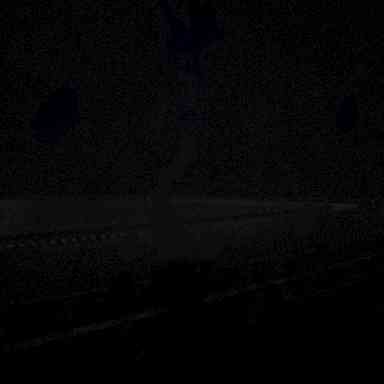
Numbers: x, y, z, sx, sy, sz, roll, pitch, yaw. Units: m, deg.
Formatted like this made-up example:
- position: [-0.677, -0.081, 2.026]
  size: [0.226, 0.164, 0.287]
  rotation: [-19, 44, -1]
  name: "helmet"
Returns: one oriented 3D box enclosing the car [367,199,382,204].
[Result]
- position: [42.765, 2.205, 77.484]
  size: [1.895, 1.301, 4.718]
  rotation: [0, -1, 2]
  name: "car"
